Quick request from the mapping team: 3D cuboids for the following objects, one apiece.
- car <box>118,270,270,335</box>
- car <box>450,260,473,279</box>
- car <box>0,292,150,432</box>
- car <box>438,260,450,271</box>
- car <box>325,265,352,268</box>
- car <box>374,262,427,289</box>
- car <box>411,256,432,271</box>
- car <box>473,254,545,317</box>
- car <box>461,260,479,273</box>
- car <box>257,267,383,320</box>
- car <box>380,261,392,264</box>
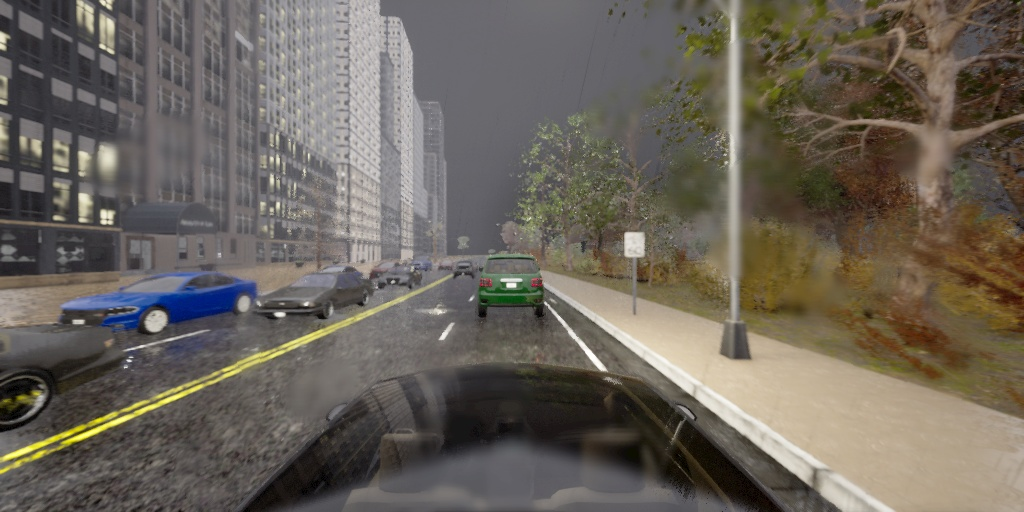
[{"bbox_3d":[-9.938,1.233,10.697,1.882,1.535,5.008,0,0,-1],"label":"car"},{"bbox_3d":[-4.269,1.244,32.591,1.837,1.490,4.892,0,0,-4],"label":"car"},{"bbox_3d":[-6.613,1.303,2.830,2.033,1.411,5.357,0,0,0],"label":"car"},{"bbox_3d":[-8.652,1.231,47.534,1.882,1.535,5.008,0,0,-4],"label":"car"},{"bbox_3d":[-10.162,1.276,20.839,1.812,1.442,4.674,0,0,-2],"label":"car"},{"bbox_3d":[-6.994,1.310,22.832,1.994,1.385,4.181,0,0,-2],"label":"car"},{"bbox_3d":[-11.890,1.037,47.249,2.150,2.045,5.566,0,0,-4],"label":"car"},{"bbox_3d":[-0.080,0.967,13.398,2.150,2.045,5.566,0,0,-1],"label":"car"},{"bbox_3d":[-5.159,1.279,44.865,2.033,1.411,5.357,0,0,-4],"label":"car"},{"bbox_3d":[-6.709,1.299,12.984,2.033,1.411,5.357,0,0,-1],"label":"car"},{"bbox_3d":[-10.689,1.223,31.074,1.882,1.535,5.008,0,0,-3],"label":"car"}]
